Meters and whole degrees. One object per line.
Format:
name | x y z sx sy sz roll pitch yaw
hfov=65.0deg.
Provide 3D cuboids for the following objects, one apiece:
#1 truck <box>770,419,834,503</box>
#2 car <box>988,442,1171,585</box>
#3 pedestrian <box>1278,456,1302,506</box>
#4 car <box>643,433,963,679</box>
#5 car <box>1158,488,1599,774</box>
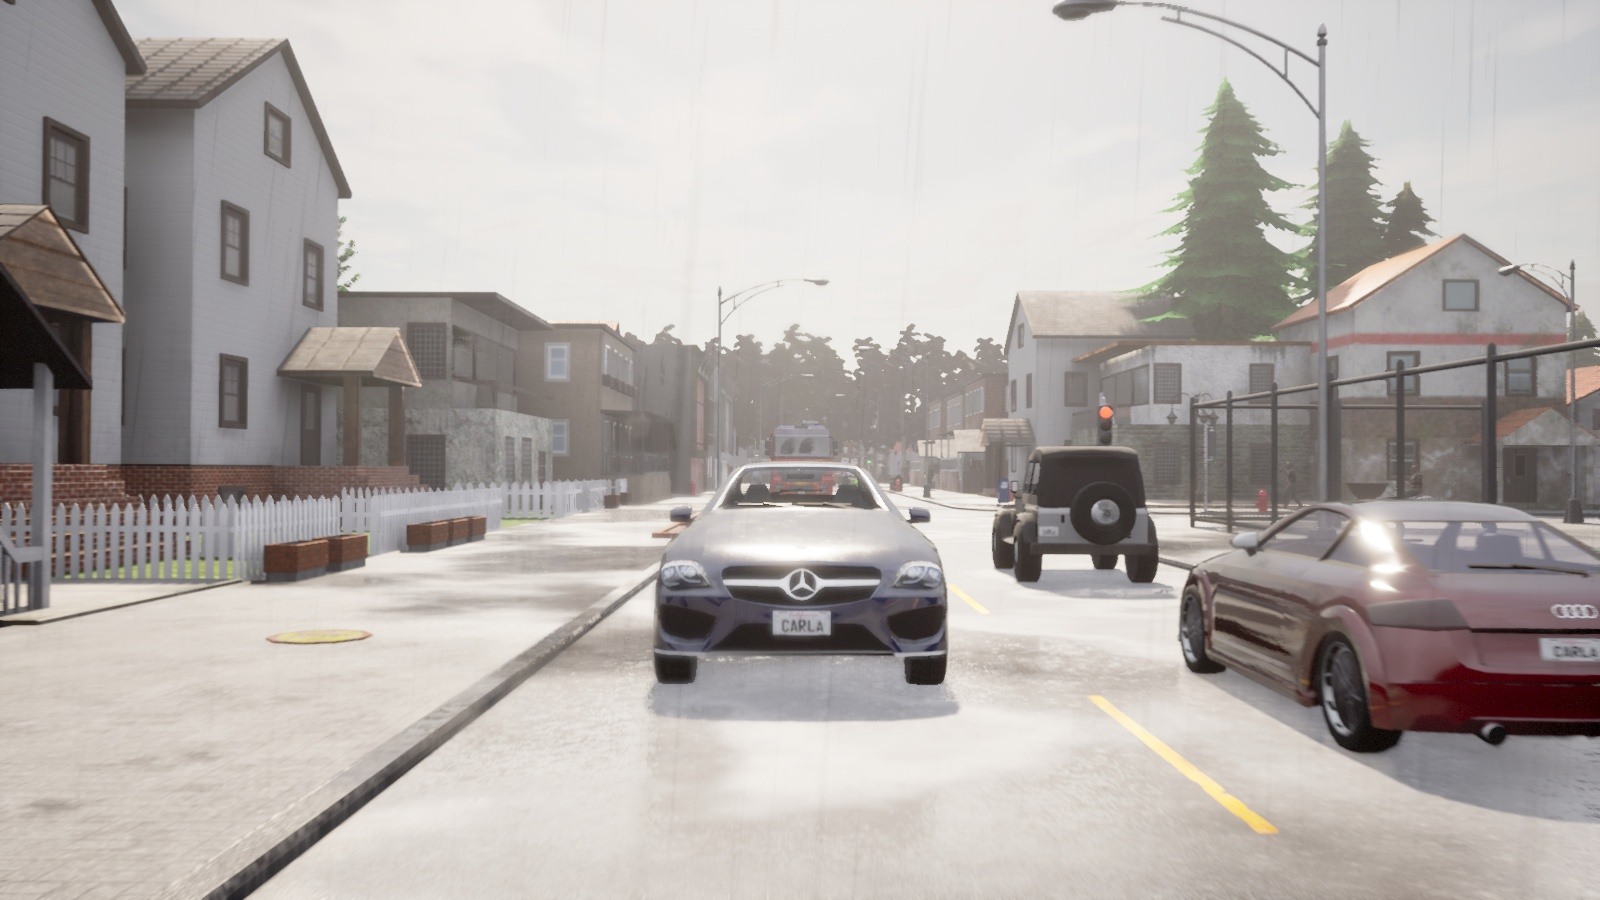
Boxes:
truck | -0.015 0.564 61.380 2.891 3.827 8.468 0 -1 -1
car | 3.963 0.867 18.452 1.905 1.878 3.866 0 -1 1
pedestrian | 18.205 1.138 46.682 0.720 1.854 0.376 0 -1 -10
car | 0.006 0.755 10.986 2.152 1.651 5.027 0 -1 0
car | 3.987 0.986 8.485 1.994 1.385 4.181 0 -1 1
